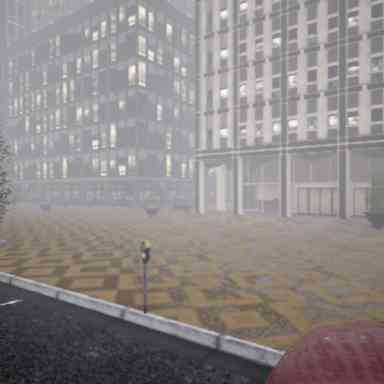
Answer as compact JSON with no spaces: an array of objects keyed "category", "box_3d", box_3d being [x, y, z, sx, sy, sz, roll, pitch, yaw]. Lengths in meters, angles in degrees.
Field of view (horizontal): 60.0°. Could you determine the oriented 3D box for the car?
[{"category":"car","box_3d":[2.598,1.309,1.014,5.009,1.841,2.192,0,0,35]}]
